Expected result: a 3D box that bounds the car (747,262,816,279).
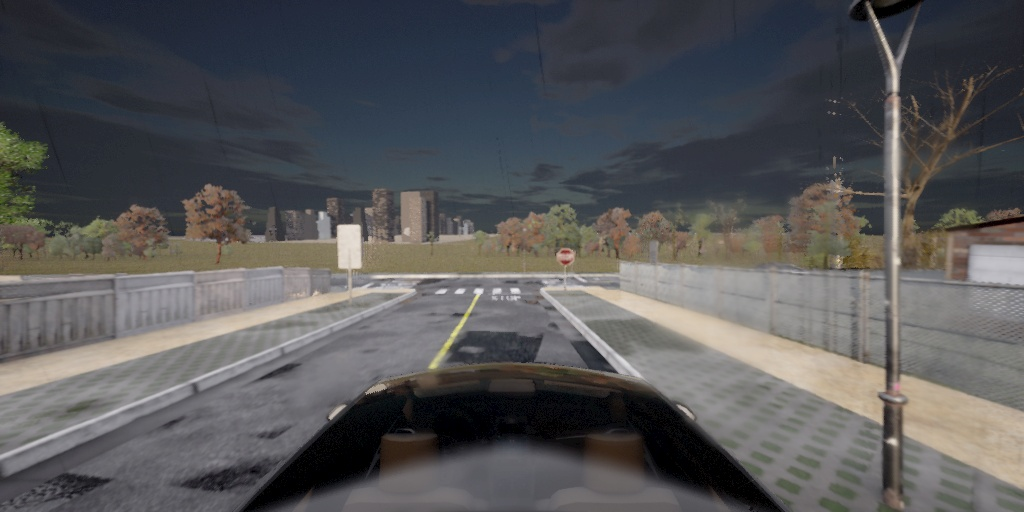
[{"bbox_3d":[19.894,1.247,26.403,4.902,1.511,2.128,0,4,-4],"label":"car"}]
